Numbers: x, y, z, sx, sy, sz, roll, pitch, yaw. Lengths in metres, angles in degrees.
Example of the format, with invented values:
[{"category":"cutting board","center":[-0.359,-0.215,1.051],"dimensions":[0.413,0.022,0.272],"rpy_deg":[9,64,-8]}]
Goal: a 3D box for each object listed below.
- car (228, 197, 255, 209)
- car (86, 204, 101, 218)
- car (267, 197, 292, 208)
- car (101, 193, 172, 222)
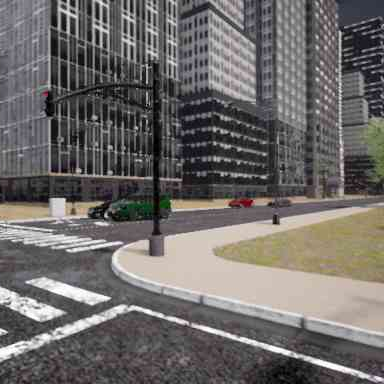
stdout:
[{"category":"car","center":[6.740,1.416,45.298],"dimensions":[1.882,1.535,5.008],"rpy_deg":[0,0,37]},{"category":"car","center":[-6.481,1.412,27.813],"dimensions":[1.837,1.490,4.892],"rpy_deg":[0,0,37]},{"category":"car","center":[12.549,1.474,47.543],"dimensions":[2.033,1.411,5.357],"rpy_deg":[0,0,38]},{"category":"car","center":[-3.916,1.111,25.820],"dimensions":[2.150,2.045,5.566],"rpy_deg":[0,0,37]}]
